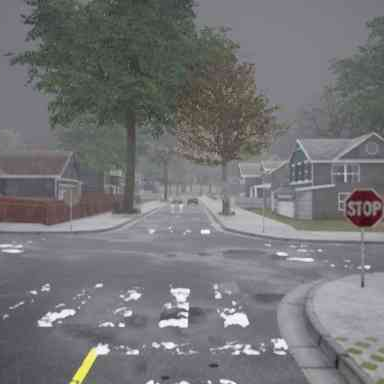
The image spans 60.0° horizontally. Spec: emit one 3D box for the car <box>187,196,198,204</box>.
[{"bbox_3d":[0.124,1.518,66.440,2.033,1.411,5.357,0,0,0],"label":"car"}]

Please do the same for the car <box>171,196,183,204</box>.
[{"bbox_3d":[-2.637,1.479,60.613,1.837,1.490,4.892,0,0,0],"label":"car"}]

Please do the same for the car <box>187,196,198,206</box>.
[{"bbox_3d":[0.104,1.481,56.018,1.837,1.490,4.892,0,0,0],"label":"car"}]
